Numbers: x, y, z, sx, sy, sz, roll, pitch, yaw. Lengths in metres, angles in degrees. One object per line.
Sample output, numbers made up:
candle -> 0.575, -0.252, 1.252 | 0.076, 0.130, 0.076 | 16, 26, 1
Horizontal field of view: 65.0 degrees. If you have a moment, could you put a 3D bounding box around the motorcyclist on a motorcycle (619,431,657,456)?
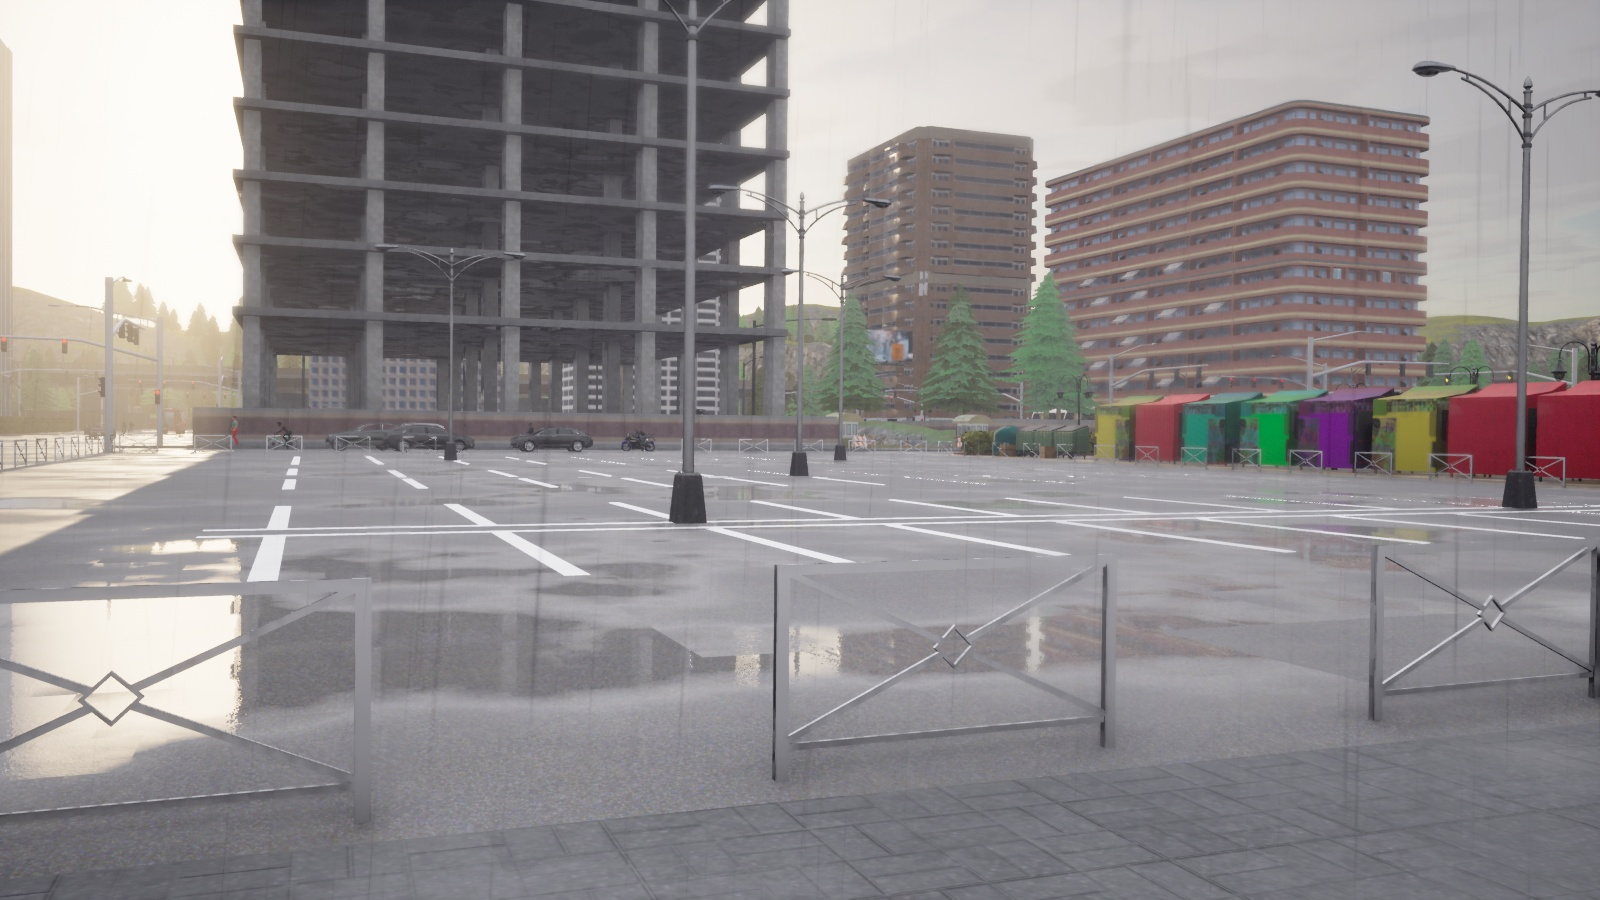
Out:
motorcyclist on a motorcycle -> -10.375, -0.419, 80.431 | 2.191, 1.530, 0.866 | -1, 1, -22

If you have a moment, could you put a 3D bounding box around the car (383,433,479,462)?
car -> -20.269, -0.155, 68.938 | 4.892, 1.490, 1.837 | -1, 1, -22

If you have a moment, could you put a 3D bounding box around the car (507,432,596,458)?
car -> -14.821, -0.311, 74.886 | 4.892, 1.490, 1.837 | -1, 1, -22

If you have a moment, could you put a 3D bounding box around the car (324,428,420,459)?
car -> -24.227, -0.374, 71.120 | 5.027, 1.651, 2.152 | -1, 1, -22

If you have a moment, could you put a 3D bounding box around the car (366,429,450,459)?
car -> -23.501, -0.382, 75.183 | 4.611, 1.667, 2.242 | -1, 1, -22
